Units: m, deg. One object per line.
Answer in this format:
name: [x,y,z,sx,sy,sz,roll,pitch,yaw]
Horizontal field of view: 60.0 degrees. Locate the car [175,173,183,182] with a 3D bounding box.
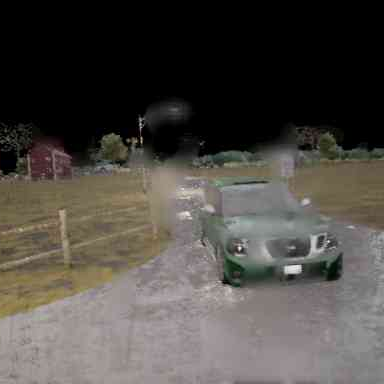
car: [-2.544,-2.308,53.959,1.882,1.535,5.008,-4,6,-5]

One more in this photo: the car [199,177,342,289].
car: [1.426,0.725,8.263,2.150,2.045,5.566,-4,5,-5]
